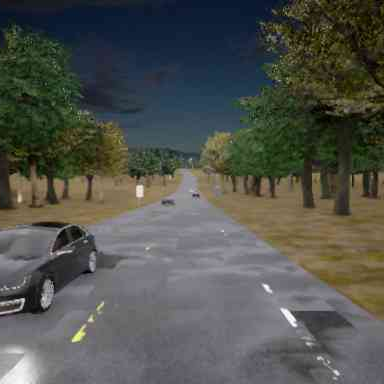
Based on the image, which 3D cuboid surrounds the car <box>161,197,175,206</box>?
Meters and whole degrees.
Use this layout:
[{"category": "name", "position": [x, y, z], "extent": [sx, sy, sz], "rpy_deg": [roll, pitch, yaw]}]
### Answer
[{"category": "car", "position": [-3.561, 1.409, 49.465], "extent": [1.895, 1.301, 4.718], "rpy_deg": [0, 0, 0]}]

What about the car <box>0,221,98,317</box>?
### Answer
[{"category": "car", "position": [-3.598, 1.497, 7.661], "extent": [1.837, 1.490, 4.892], "rpy_deg": [0, 0, 0]}]

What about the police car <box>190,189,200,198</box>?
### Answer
[{"category": "police car", "position": [1.067, 0.689, 85.911], "extent": [1.930, 1.638, 5.238], "rpy_deg": [0, 1, 0]}]
